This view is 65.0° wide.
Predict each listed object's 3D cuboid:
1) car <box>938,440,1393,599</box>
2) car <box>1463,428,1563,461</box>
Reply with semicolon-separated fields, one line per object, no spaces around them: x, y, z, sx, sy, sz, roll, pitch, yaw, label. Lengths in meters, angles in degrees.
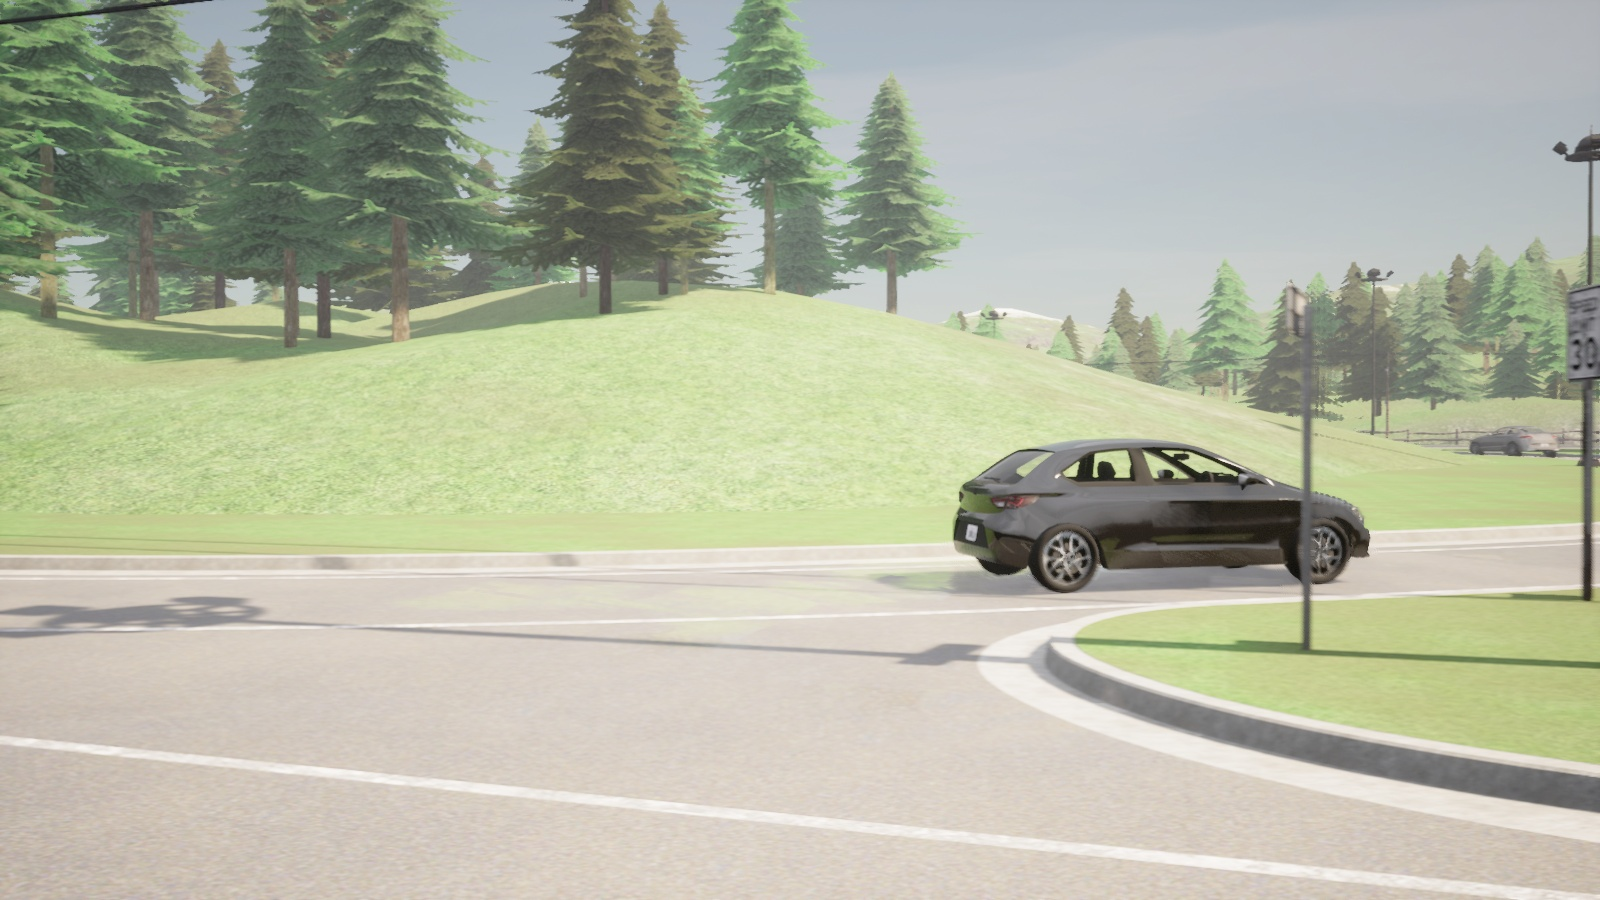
3.735;0.644;13.097;4.193;1.474;1.816;0;1;-13;car
37.237;-0.307;65.726;2.152;1.651;5.027;0;1;-3;car
